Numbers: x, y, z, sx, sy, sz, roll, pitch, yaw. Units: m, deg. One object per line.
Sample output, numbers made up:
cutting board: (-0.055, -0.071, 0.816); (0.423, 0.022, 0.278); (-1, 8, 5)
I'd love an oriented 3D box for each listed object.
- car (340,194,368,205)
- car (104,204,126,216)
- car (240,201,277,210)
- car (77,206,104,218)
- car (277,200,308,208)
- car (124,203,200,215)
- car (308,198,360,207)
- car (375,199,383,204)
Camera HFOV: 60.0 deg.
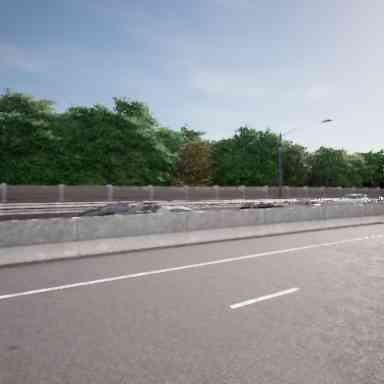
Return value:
car: (21.730, 1.291, 45.235); (5.566, 2.045, 2.150); (0, 0, -35)
car: (-3.267, 1.556, 23.154); (4.892, 1.490, 1.837); (0, 0, -35)
car: (7.269, 1.656, 34.959); (4.718, 1.301, 1.895); (0, 0, -35)
car: (-5.924, 1.605, 25.560); (5.357, 1.411, 2.033); (0, 0, -35)
car: (11.103, 1.557, 33.387); (4.892, 1.490, 1.837); (0, 0, -35)
car: (-1.446, 1.573, 20.154); (4.674, 1.442, 1.812); (0, 0, -35)
car: (13.039, 1.574, 30.471); (4.674, 1.442, 1.812); (0, 0, -35)
car: (26.014, 1.571, 43.983); (4.892, 1.490, 1.837); (0, 0, -35)
